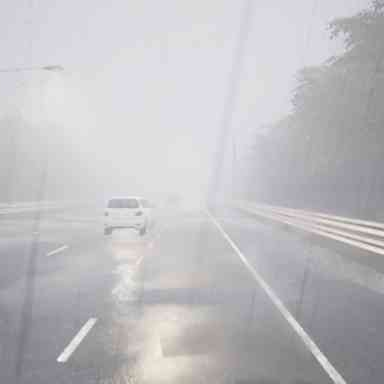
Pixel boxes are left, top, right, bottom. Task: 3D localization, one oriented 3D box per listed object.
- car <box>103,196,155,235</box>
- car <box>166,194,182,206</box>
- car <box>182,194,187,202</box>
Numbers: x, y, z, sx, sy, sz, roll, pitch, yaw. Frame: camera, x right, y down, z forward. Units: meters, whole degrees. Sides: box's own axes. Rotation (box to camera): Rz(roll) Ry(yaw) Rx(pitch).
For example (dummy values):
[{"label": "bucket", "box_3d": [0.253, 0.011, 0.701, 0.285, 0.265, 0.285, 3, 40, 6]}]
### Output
[{"label": "car", "box_3d": [-3.474, 1.267, 19.180, 2.150, 2.045, 5.566, 0, 0, 0]}, {"label": "car", "box_3d": [-3.297, 1.408, 57.873, 2.150, 2.045, 5.566, 0, 0, 0]}, {"label": "car", "box_3d": [-3.058, 1.854, 86.993, 1.994, 1.385, 4.181, 0, 0, 1]}]
